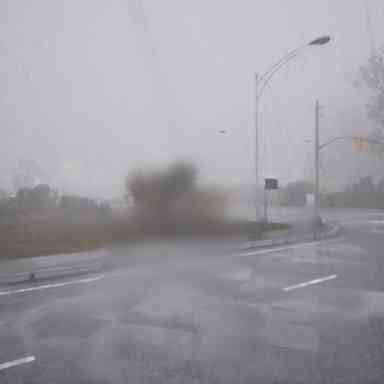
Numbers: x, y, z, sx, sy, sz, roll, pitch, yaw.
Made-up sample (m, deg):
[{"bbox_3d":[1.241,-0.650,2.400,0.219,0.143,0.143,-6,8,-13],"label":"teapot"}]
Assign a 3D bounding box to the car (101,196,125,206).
[{"bbox_3d":[-12.701,1.394,51.813,1.812,1.442,4.674,0,0,-38],"label":"car"}]
